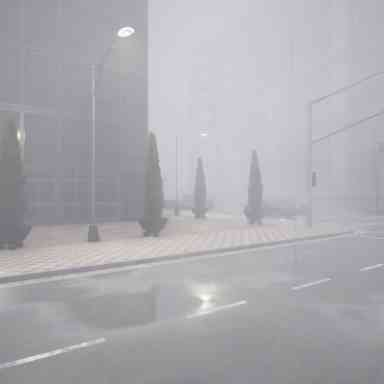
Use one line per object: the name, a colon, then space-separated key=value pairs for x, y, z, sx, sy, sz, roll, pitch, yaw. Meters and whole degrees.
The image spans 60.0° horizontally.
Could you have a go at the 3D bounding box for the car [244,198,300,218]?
car: x=7.063 y=1.533 z=30.877 sx=1.882 sy=1.535 sz=5.008 roll=0 pitch=0 yaw=-36

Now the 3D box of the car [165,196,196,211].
car: x=-1.775 y=1.603 z=42.997 sx=2.033 sy=1.411 sz=5.357 roll=0 pitch=0 yaw=-36

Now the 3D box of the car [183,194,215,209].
car: x=0.711 y=1.275 z=45.529 sx=2.150 sy=2.045 sz=5.566 roll=0 pitch=0 yaw=-36

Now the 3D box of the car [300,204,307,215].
car: x=9.506 y=1.407 z=33.469 sx=2.097 sy=1.767 sz=4.553 roll=0 pitch=0 yaw=-36
